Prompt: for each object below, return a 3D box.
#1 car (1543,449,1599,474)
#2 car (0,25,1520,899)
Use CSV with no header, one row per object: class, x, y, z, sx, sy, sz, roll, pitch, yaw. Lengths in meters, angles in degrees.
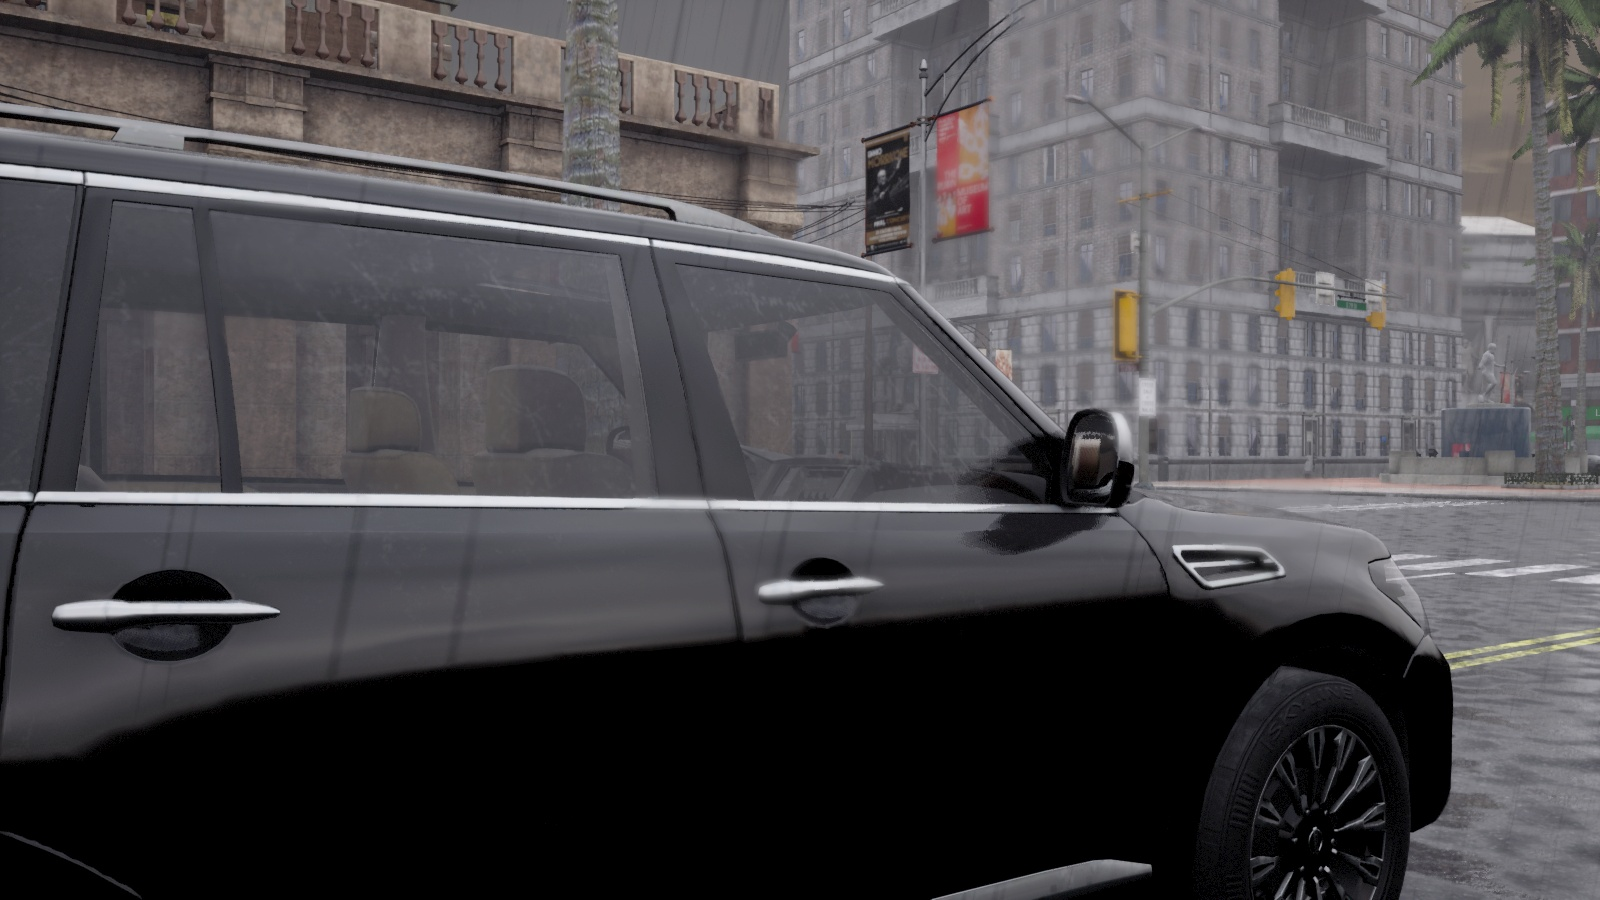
car,52.644,0.768,83.930,2.033,1.649,4.856,0,0,-26
car,-0.661,0.473,3.201,5.566,2.045,2.150,0,0,-35
